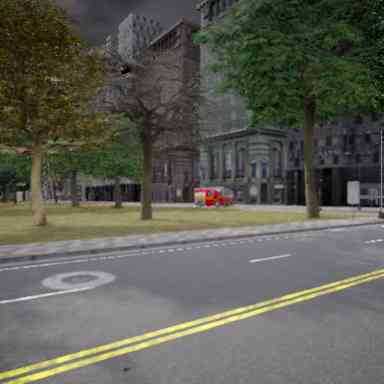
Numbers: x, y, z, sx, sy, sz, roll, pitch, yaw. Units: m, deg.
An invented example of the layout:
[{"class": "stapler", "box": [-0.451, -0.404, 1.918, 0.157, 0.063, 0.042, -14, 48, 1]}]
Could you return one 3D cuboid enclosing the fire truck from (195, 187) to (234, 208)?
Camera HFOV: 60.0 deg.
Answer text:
[{"class": "fire truck", "box": [4.083, 0.969, 62.190, 2.891, 3.827, 8.468, 0, -1, -35]}]
